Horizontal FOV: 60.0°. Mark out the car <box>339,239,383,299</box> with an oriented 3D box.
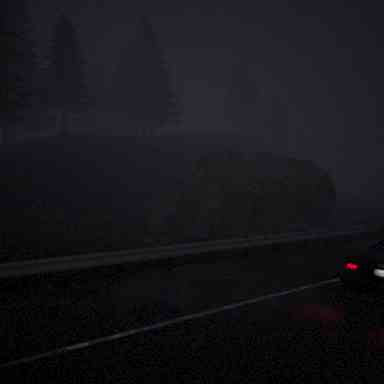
[{"bbox_3d":[5.570,1.539,7.483,5.357,1.411,2.033,0,0,-34],"label":"car"}]
